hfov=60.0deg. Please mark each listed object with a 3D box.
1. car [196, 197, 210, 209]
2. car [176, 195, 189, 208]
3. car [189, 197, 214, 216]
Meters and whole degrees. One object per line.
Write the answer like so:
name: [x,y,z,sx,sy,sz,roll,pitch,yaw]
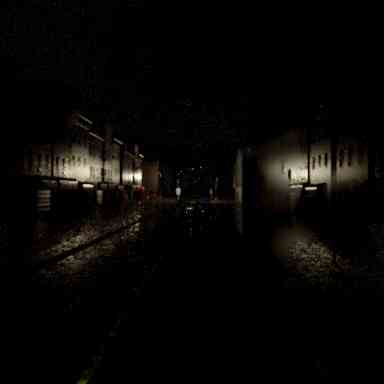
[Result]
car: [1.531,1.492,47.101,1.882,1.535,5.008,0,0,2]
car: [-1.232,1.580,48.552,1.994,1.385,4.181,0,0,2]
car: [1.068,1.503,32.117,2.128,1.511,4.902,0,0,2]
